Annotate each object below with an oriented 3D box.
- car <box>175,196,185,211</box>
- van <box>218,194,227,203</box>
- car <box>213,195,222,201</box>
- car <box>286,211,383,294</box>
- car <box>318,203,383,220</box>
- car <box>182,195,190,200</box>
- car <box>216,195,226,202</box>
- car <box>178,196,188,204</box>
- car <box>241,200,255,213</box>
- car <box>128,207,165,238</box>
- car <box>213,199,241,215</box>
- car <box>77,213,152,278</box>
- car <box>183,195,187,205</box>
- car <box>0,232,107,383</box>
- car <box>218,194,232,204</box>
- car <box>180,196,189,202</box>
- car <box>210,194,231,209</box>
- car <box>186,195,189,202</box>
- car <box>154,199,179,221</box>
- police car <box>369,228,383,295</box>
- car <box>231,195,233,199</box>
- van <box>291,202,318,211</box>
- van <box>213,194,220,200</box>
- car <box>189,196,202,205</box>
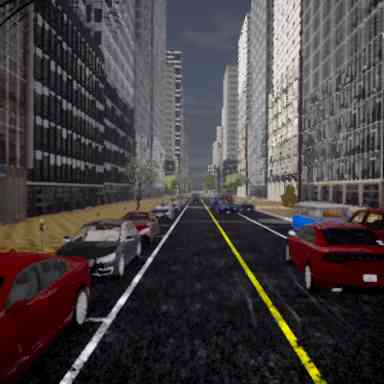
[{"bbox_3d":[-2.205,1.536,38.292,2.008,1.369,4.403,0,0,1],"label":"car"},{"bbox_3d":[6.634,1.403,72.278,1.690,1.788,3.998,0,0,1],"label":"van"},{"bbox_3d":[6.864,1.503,89.327,1.967,1.590,4.097,0,0,1],"label":"car"},{"bbox_3d":[3.741,1.511,8.869,1.882,1.535,5.008,0,0,7],"label":"car"},{"bbox_3d":[5.791,1.366,9.763,2.192,1.841,5.009,0,0,1],"label":"car"},{"bbox_3d":[-1.515,1.542,89.440,2.008,1.369,4.403,0,0,1],"label":"car"},{"bbox_3d":[6.711,1.502,77.961,1.967,1.590,4.097,0,0,1],"label":"car"},{"bbox_3d":[-1.823,1.515,66.538,1.752,1.417,4.829,0,0,1],"label":"car"},{"bbox_3d":[6.175,1.608,38.179,2.008,1.369,4.403,0,0,1],"label":"car"},{"bbox_3d":[-2.511,1.563,15.560,1.802,1.307,4.206,0,0,1],"label":"car"},{"bbox_3d":[3.475,1.634,33.579,1.895,1.301,4.718,0,0,1],"label":"car"},{"bbox_3d":[-2.588,1.530,9.876,2.008,1.369,4.403,0,0,1],"label":"car"},{"bbox_3d":[-2.051,1.569,49.658,1.802,1.307,4.206,0,0,1],"label":"car"},{"bbox_3d":[-2.664,1.523,4.193,1.887,1.381,4.507,0,0,1],"label":"car"},{"bbox_3d":[6.558,1.376,66.595,2.192,1.841,5.009,0,0,1],"label":"car"},{"bbox_3d":[-1.669,1.557,78.074,1.947,1.339,4.313,0,0,1],"label":"car"},{"bbox_3d":[3.590,1.386,44.599,2.097,1.767,4.553,0,0,1],"label":"car"},{"bbox_3d":[-1.975,1.428,55.341,1.967,1.590,4.097,0,0,1],"label":"car"},{"bbox_3d":[-2.358,1.534,26.926,2.008,1.369,4.403,0,0,1],"label":"car"},{"bbox_3d":[3.917,1.459,2.878,1.930,1.638,5.238,0,0,1],"label":"police car"},{"bbox_3d":[6.481,1.376,60.912,2.192,1.841,5.009,0,0,1],"label":"car"},{"bbox_3d":[5.868,1.393,15.447,1.690,1.788,3.998,0,0,1],"label":"van"},{"bbox_3d":[6.941,1.404,95.010,1.690,1.788,3.998,0,0,1],"label":"van"},{"bbox_3d":[0.773,1.517,58.986,1.837,1.490,4.892,0,0,1],"label":"car"}]
